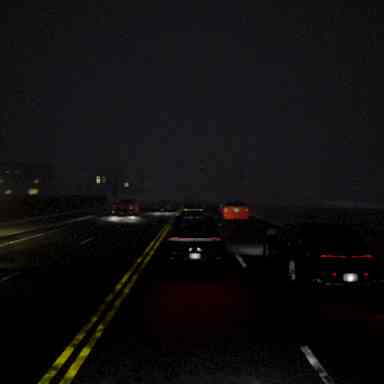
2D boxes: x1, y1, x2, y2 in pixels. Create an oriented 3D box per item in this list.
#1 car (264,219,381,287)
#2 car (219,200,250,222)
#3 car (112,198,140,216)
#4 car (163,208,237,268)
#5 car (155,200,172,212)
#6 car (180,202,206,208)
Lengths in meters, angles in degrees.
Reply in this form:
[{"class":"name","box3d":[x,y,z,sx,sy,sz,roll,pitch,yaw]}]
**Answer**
[{"class":"car","box3d":[3.332,1.526,9.403,1.837,1.490,4.892,0,0,0]},{"class":"car","box3d":[3.330,1.414,26.932,2.097,1.767,4.553,0,0,0]},{"class":"car","box3d":[-6.608,1.431,33.519,2.097,1.767,4.553,0,0,0]},{"class":"car","box3d":[0.086,1.515,11.378,2.128,1.511,4.902,0,0,0]},{"class":"car","box3d":[-3.349,1.646,40.065,2.033,1.411,5.357,0,0,0]},{"class":"car","box3d":[0.080,1.554,27.139,2.128,1.511,4.902,0,0,0]}]
